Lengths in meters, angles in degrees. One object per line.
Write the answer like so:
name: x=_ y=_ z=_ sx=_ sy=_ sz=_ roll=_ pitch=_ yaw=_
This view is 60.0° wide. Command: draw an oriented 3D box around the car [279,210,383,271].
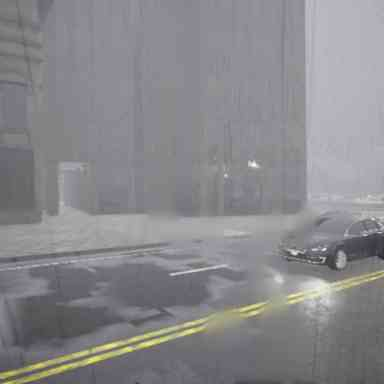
car: x=4.998 y=1.565 z=11.229 sx=4.892 sy=1.490 sz=1.837 roll=0 pitch=0 yaw=-35
